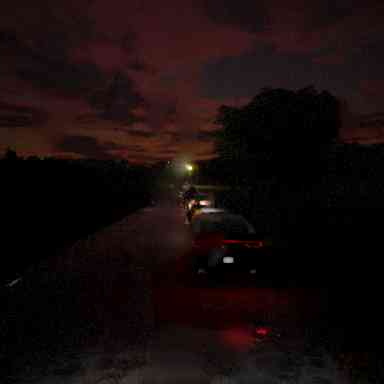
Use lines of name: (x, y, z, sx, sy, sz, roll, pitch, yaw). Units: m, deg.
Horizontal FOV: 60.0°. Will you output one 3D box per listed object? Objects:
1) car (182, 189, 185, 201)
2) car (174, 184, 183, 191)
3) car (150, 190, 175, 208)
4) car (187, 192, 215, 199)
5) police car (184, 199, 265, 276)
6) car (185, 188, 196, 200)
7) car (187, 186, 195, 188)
car: (-0.117, 0.467, 45.988, 1.895, 1.301, 4.718, 0, 2, 0)
car: (-2.978, -1.057, 74.361, 2.128, 1.511, 4.902, 0, 3, 0)
car: (-2.951, 0.809, 33.178, 2.033, 1.411, 5.357, 0, 2, 0)
car: (0.762, 1.056, 19.990, 1.801, 1.575, 5.366, 0, 1, 0)
police car: (0.793, 1.246, 9.912, 1.930, 1.638, 5.238, 0, 1, 0)
car: (0.744, 0.809, 25.769, 2.097, 1.767, 4.553, 0, 1, 0)
car: (-0.205, -0.455, 66.596, 2.033, 1.411, 5.357, 0, 3, 0)
